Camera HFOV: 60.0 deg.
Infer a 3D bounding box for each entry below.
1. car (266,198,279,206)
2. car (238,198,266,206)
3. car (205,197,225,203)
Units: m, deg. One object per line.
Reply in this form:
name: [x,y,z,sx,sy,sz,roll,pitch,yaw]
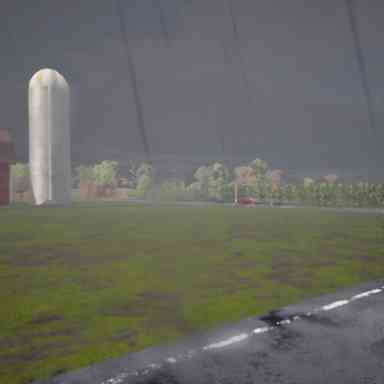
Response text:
car: [14.127,1.846,61.907,1.994,1.385,4.181,-1,0,-36]
car: [10.767,1.795,61.761,1.882,1.535,5.008,-1,0,-36]
car: [5.128,1.714,74.171,2.033,1.411,5.357,-1,0,-36]
